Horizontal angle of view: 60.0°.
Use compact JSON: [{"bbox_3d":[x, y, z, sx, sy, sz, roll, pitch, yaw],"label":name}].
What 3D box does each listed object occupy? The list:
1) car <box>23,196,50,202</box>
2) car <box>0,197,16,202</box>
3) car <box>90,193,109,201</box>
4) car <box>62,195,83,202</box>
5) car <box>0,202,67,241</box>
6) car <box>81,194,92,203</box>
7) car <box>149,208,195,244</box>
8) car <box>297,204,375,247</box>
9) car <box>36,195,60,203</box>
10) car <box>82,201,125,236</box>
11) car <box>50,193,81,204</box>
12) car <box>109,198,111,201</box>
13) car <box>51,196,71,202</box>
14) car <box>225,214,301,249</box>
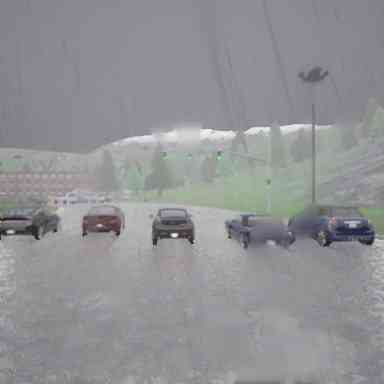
[{"bbox_3d":[-29.492,1.605,63.552,4.674,1.442,1.812,0,0,32],"label":"car"},{"bbox_3d":[-38.455,1.695,68.004,4.718,1.301,1.895,0,0,18],"label":"car"},{"bbox_3d":[-20.836,1.291,70.235,5.566,2.045,2.150,0,0,35],"label":"car"},{"bbox_3d":[-28.343,1.528,78.978,4.674,1.442,1.812,0,0,25],"label":"car"},{"bbox_3d":[-8.123,1.514,16.831,2.128,1.511,4.902,0,0,-7],"label":"car"},{"bbox_3d":[-22.911,1.621,67.438,4.181,1.385,1.994,0,0,35],"label":"car"},{"bbox_3d":[-0.985,1.512,16.000,1.837,1.490,4.892,0,0,-6],"label":"car"},{"bbox_3d":[6.120,1.345,15.221,2.097,1.767,4.553,0,0,-6],"label":"car"},{"bbox_3d":[-31.455,1.501,72.708,5.008,1.535,1.882,0,0,25],"label":"car"},{"bbox_3d":[-4.841,1.494,18.668,1.882,1.535,5.008,0,0,-8],"label":"car"},{"bbox_3d":[-24.380,1.295,64.140,5.566,2.045,2.150,0,0,39],"label":"car"},{"bbox_3d":[-19.952,1.618,73.961,4.181,1.385,1.994,0,0,35],"label":"car"},{"bbox_3d":[-29.899,1.566,75.843,4.181,1.385,1.994,0,0,25],"label":"car"},{"bbox_3d":[2.726,1.600,14.474,1.895,1.301,4.718,0,0,-6],"label":"car"}]
